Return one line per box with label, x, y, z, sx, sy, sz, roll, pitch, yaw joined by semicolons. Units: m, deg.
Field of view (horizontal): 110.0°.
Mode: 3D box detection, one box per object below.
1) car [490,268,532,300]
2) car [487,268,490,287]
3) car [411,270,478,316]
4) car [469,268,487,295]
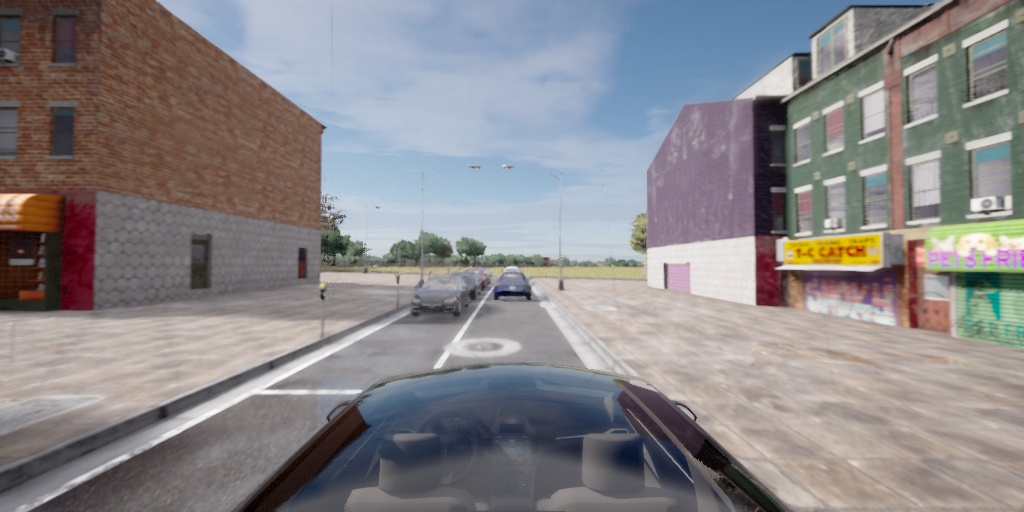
car;0.050;1.537;19.498;1.994;1.385;4.181;0;-1;1
car;-2.647;1.592;25.028;1.888;1.381;4.507;0;0;0
car;-2.642;1.449;13.948;2.007;1.370;4.403;0;0;0
car;-2.645;1.539;19.488;1.948;1.339;4.313;0;0;0
